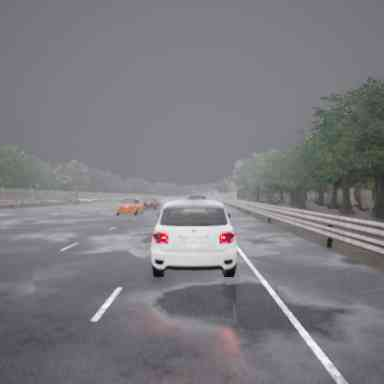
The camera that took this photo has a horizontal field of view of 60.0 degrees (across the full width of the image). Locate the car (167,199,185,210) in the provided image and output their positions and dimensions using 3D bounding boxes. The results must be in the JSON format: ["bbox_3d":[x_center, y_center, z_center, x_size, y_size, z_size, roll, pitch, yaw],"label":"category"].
[{"bbox_3d":[-2.235,1.789,47.985,2.033,1.411,5.357,0,-1,3],"label":"car"}]

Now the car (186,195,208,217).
[{"bbox_3d":[0.586,1.325,34.100,2.150,2.045,5.566,0,0,2],"label":"car"}]

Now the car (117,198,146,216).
[{"bbox_3d":[-6.304,1.497,34.632,2.097,1.767,4.553,0,0,2],"label":"car"}]

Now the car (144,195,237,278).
[{"bbox_3d":[0.065,1.243,10.318,2.150,2.045,5.566,0,0,1],"label":"car"}]

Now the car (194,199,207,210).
[{"bbox_3d":[1.244,1.729,47.325,1.837,1.490,4.892,0,0,3],"label":"car"}]

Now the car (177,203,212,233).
[{"bbox_3d":[0.189,1.521,20.956,1.882,1.535,5.008,0,0,1],"label":"car"}]
